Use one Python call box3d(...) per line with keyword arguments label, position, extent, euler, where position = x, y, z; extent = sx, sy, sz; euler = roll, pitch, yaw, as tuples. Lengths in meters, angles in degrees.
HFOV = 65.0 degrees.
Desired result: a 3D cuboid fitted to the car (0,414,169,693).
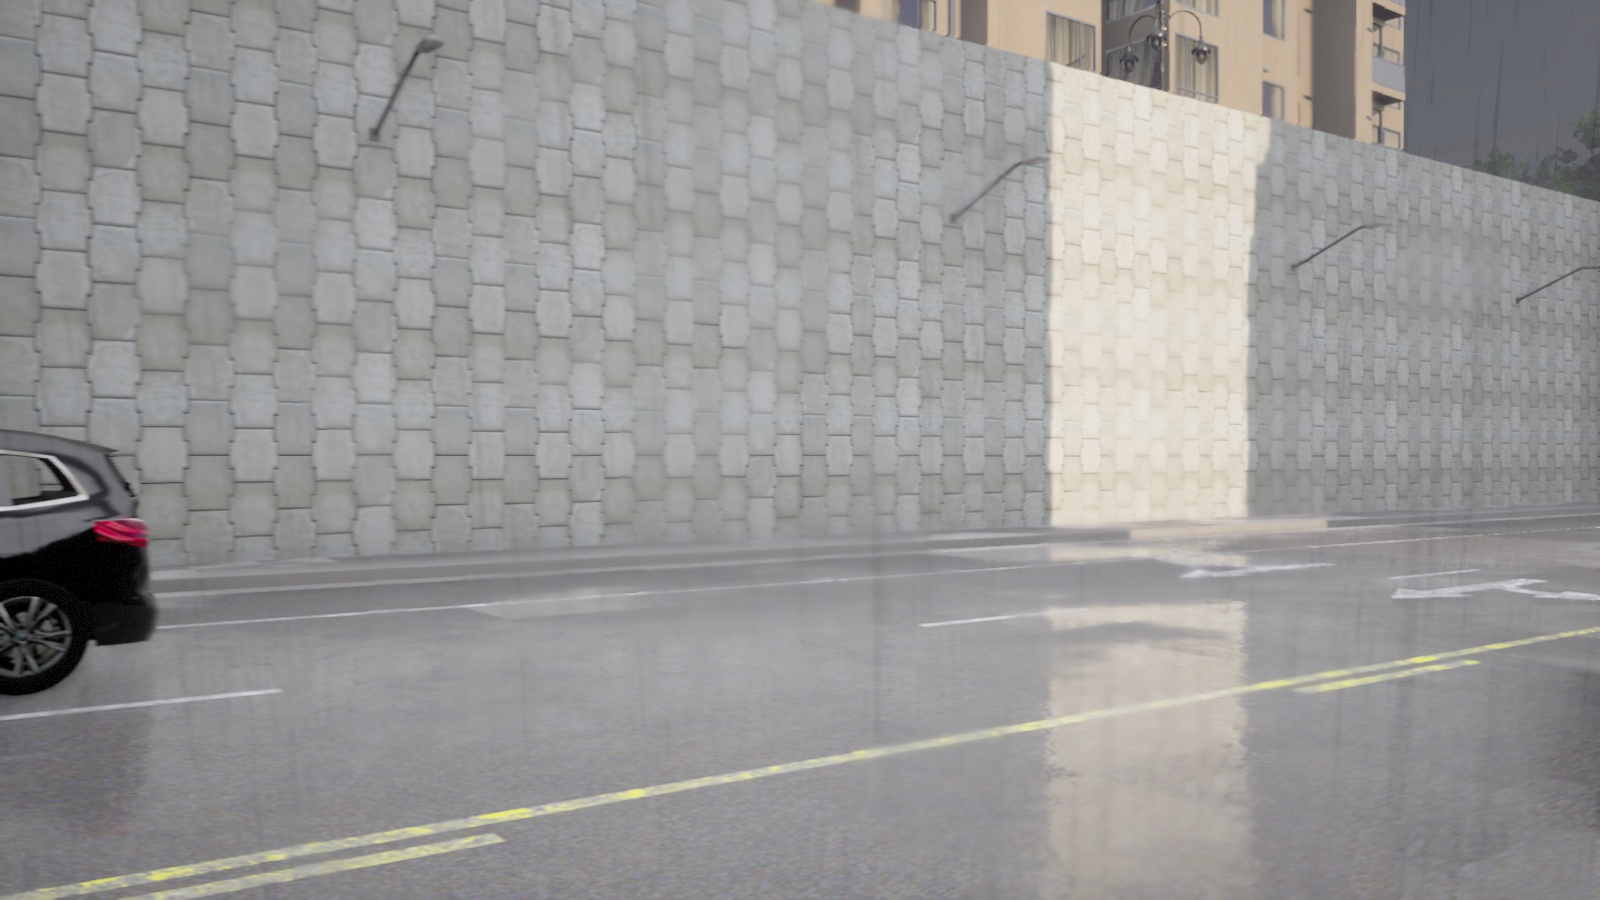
box3d(label="car", position=(-6.567, 0.622, 7.620), extent=(4.611, 1.667, 2.242), euler=(0, 0, -35))
